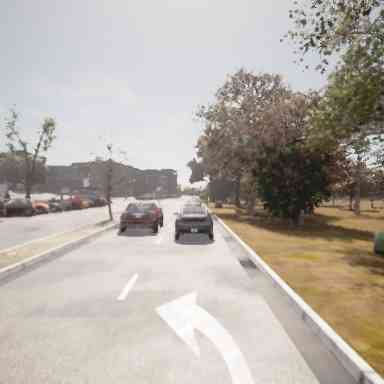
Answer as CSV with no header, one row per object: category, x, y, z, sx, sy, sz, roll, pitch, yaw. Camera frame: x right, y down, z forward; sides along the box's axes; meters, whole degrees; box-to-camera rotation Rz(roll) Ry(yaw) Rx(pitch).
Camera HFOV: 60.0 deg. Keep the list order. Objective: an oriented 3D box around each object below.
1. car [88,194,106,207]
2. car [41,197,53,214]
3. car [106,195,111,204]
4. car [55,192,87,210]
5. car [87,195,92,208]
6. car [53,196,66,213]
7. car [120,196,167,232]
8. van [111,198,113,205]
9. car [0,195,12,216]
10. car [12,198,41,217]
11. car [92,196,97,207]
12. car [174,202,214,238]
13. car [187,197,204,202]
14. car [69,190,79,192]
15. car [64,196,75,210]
car,-16.781,1.393,51.621,5.566,2.045,2.435,-1,0,-20
car,-16.826,1.404,33.609,4.553,1.767,2.185,-1,-1,-20
car,-16.708,1.413,54.657,5.566,2.045,2.435,-1,-1,-20
car,-16.812,1.333,42.607,5.566,2.045,2.435,-1,0,-20
car,-16.951,1.603,45.556,5.366,1.575,1.946,-1,0,-20
car,-16.797,1.548,36.618,4.892,1.521,2.231,-1,-1,-20
car,-2.895,1.344,20.055,2.097,1.767,4.553,0,0,0
van,-16.592,1.459,57.693,4.442,1.987,1.878,-1,-1,-19
car,-16.828,1.242,24.597,5.566,2.045,2.435,-1,0,-20
car,-16.766,1.389,30.623,4.553,1.767,2.185,-1,0,-20
car,-16.761,1.664,48.623,4.674,1.452,2.002,-1,0,-20
car,0.104,1.494,17.441,1.837,1.490,4.892,0,0,0
car,0.109,1.596,35.559,2.033,1.411,5.357,0,0,0
car,-31.154,0.460,89.351,2.002,1.452,4.674,6,-3,-19
car,-16.812,1.594,39.602,4.792,1.488,2.163,-1,0,-20
